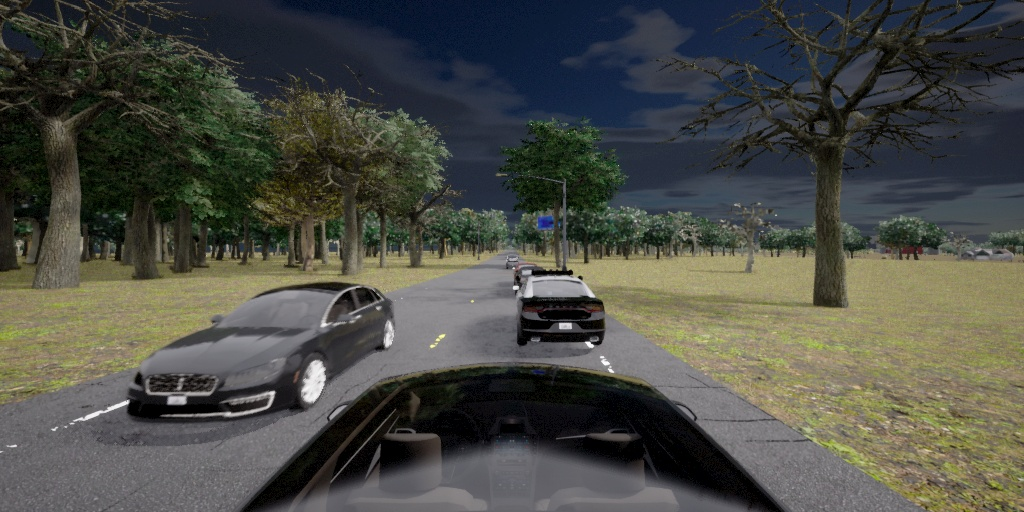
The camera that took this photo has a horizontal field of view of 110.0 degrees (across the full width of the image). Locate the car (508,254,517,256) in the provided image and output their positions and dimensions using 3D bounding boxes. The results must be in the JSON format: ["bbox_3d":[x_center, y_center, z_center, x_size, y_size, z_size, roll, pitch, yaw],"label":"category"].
[{"bbox_3d":[0.042,0.726,65.065,2.150,2.045,5.566,0,1,0],"label":"car"}]

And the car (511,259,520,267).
[{"bbox_3d":[1.065,1.223,25.524,1.882,1.535,5.008,0,0,0],"label":"car"}]

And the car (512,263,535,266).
[{"bbox_3d":[1.061,1.275,19.525,1.812,1.442,4.674,0,0,0],"label":"car"}]

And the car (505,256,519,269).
[{"bbox_3d":[0.100,1.109,52.431,2.128,1.511,4.902,0,0,0],"label":"car"}]

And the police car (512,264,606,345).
[{"bbox_3d":[1.054,1.175,9.635,1.930,1.638,5.238,0,0,0],"label":"police car"}]

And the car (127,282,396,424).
[{"bbox_3d":[-3.497,1.254,6.172,1.837,1.490,4.892,0,0,0],"label":"car"}]
